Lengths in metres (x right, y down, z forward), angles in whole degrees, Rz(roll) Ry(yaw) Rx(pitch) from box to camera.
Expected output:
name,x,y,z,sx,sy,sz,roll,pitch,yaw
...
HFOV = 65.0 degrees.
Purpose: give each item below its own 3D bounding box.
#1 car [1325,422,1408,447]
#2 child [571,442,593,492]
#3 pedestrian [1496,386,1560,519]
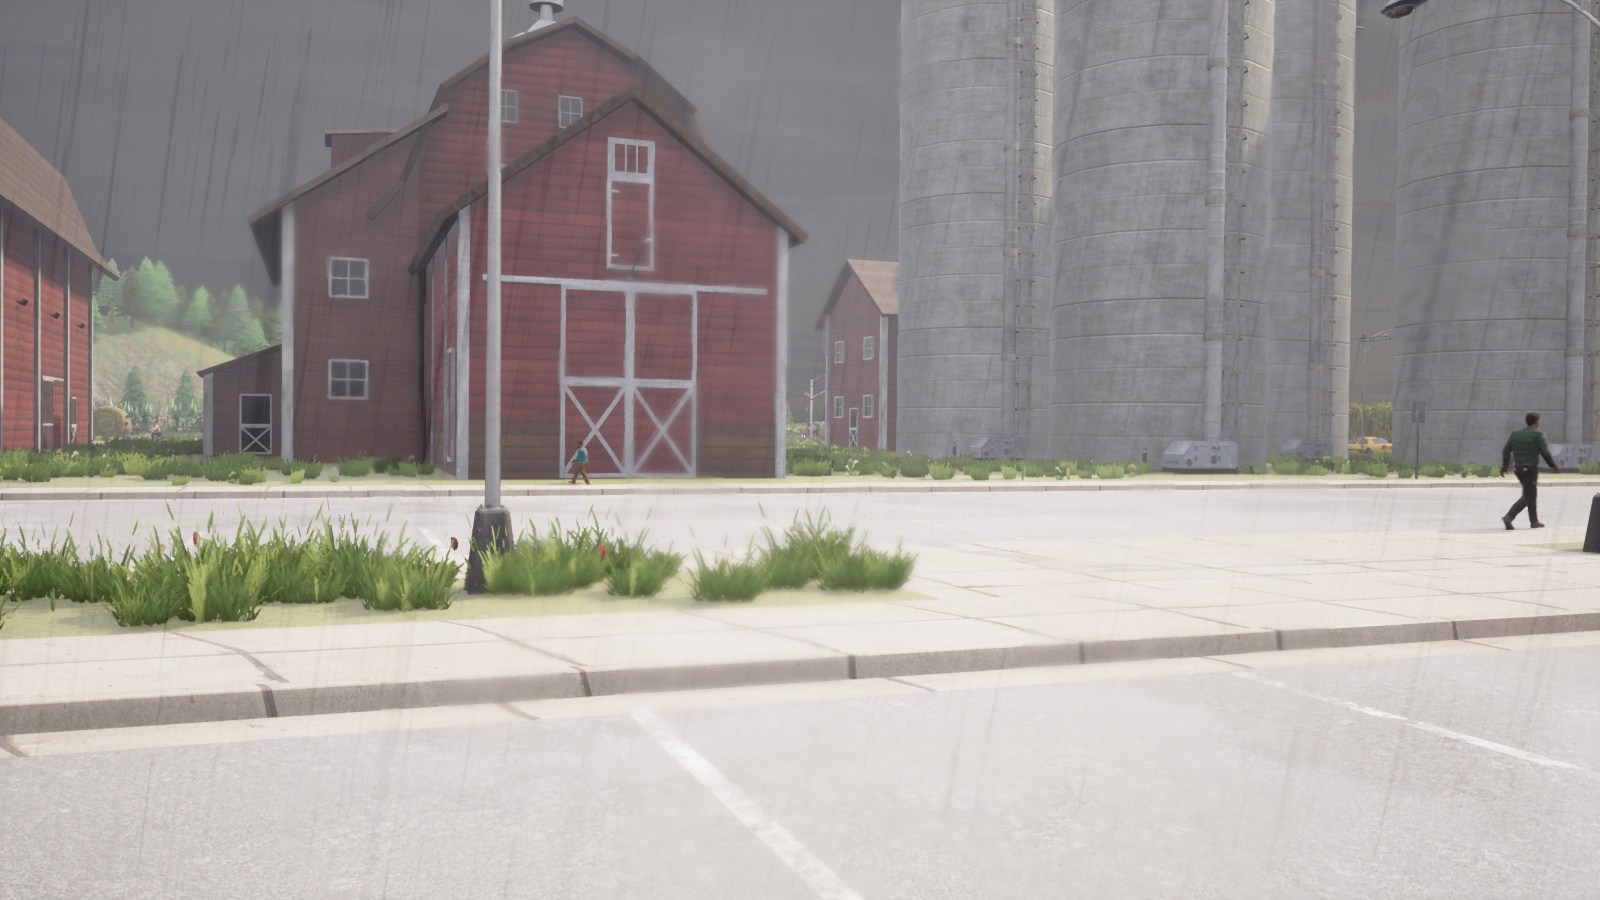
name,x,y,z,sx,sy,sz,roll,pitch,yaw
car,37.884,-1.042,84.152,1.801,1.575,5.366,-1,1,-20
child,-5.246,0.399,30.190,0.448,1.192,0.343,-1,1,-21
pedestrian,10.912,0.029,18.828,0.788,1.949,0.423,-1,1,-20
